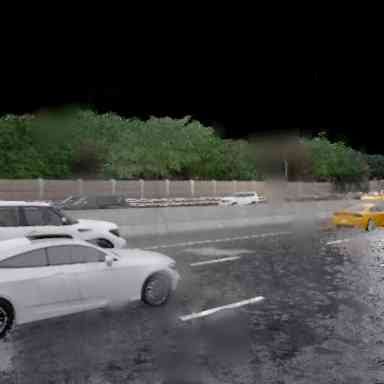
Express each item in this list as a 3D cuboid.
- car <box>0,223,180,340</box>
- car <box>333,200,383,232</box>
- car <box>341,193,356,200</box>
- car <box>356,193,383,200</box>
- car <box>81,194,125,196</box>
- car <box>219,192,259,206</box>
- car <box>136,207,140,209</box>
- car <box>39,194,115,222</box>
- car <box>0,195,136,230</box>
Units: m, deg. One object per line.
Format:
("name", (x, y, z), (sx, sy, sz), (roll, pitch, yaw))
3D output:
("car", (-2.438, 1.528, 6.304), (4.674, 1.442, 1.812), (0, 0, -35))
("car", (10.383, 1.421, 19.699), (5.008, 1.535, 1.882), (-1, 0, -35))
("car", (25.143, 0.943, 51.642), (4.892, 1.490, 1.837), (-2, 1, -34))
("car", (26.371, 0.935, 48.240), (5.008, 1.535, 1.882), (-1, 1, -34))
("car", (-7.373, 1.225, 24.519), (5.566, 2.045, 2.150), (0, 0, -35))
("car", (6.109, 1.037, 42.599), (5.566, 2.045, 2.150), (-2, 1, -35))
("car", (-4.976, 1.551, 21.929), (5.357, 1.411, 2.033), (0, 0, -35))
("car", (-9.385, 1.225, 27.382), (5.566, 2.045, 2.150), (0, 0, -35))
("car", (-4.623, 1.223, 9.047), (5.566, 2.045, 2.150), (0, 0, -35))
